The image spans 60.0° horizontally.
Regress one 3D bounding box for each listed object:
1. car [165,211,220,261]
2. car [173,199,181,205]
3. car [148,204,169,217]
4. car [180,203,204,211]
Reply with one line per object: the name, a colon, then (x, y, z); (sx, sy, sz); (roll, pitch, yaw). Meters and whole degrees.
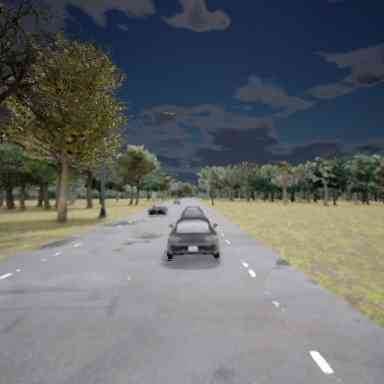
car: (0.052, 1.674, 12.920); (1.812, 1.442, 4.674); (-1, -1, 1)
car: (-3.601, 2.476, 80.824); (1.837, 1.490, 4.892); (0, -1, -1)
car: (-3.562, 1.949, 35.674); (1.895, 1.301, 4.718); (0, 0, 0)
car: (0.069, 1.852, 27.526); (1.994, 1.385, 4.181); (0, 0, 1)
